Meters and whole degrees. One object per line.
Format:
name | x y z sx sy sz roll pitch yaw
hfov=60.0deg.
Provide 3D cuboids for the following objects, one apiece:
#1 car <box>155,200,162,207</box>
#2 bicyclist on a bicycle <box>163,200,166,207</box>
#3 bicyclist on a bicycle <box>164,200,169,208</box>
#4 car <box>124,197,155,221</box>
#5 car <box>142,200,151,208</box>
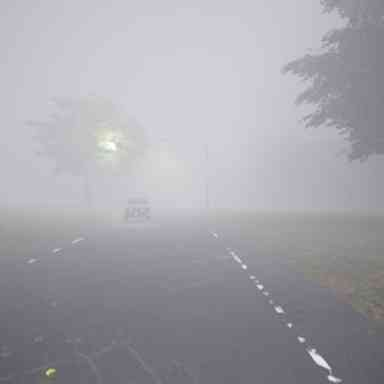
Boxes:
car | -8.518 2.882 82.897 1.837 1.490 4.892 0 -2 -12
bicyclist on a bicycle | -6.311 2.664 76.597 0.582 1.620 1.656 0 -2 -11
bicyclist on a bicycle | -5.109 2.462 69.864 0.866 1.612 1.509 0 -3 -9
car | -4.739 1.467 29.765 2.150 2.045 5.566 0 -1 -4
car | -9.631 2.511 70.015 1.812 1.442 4.674 0 -2 -10
